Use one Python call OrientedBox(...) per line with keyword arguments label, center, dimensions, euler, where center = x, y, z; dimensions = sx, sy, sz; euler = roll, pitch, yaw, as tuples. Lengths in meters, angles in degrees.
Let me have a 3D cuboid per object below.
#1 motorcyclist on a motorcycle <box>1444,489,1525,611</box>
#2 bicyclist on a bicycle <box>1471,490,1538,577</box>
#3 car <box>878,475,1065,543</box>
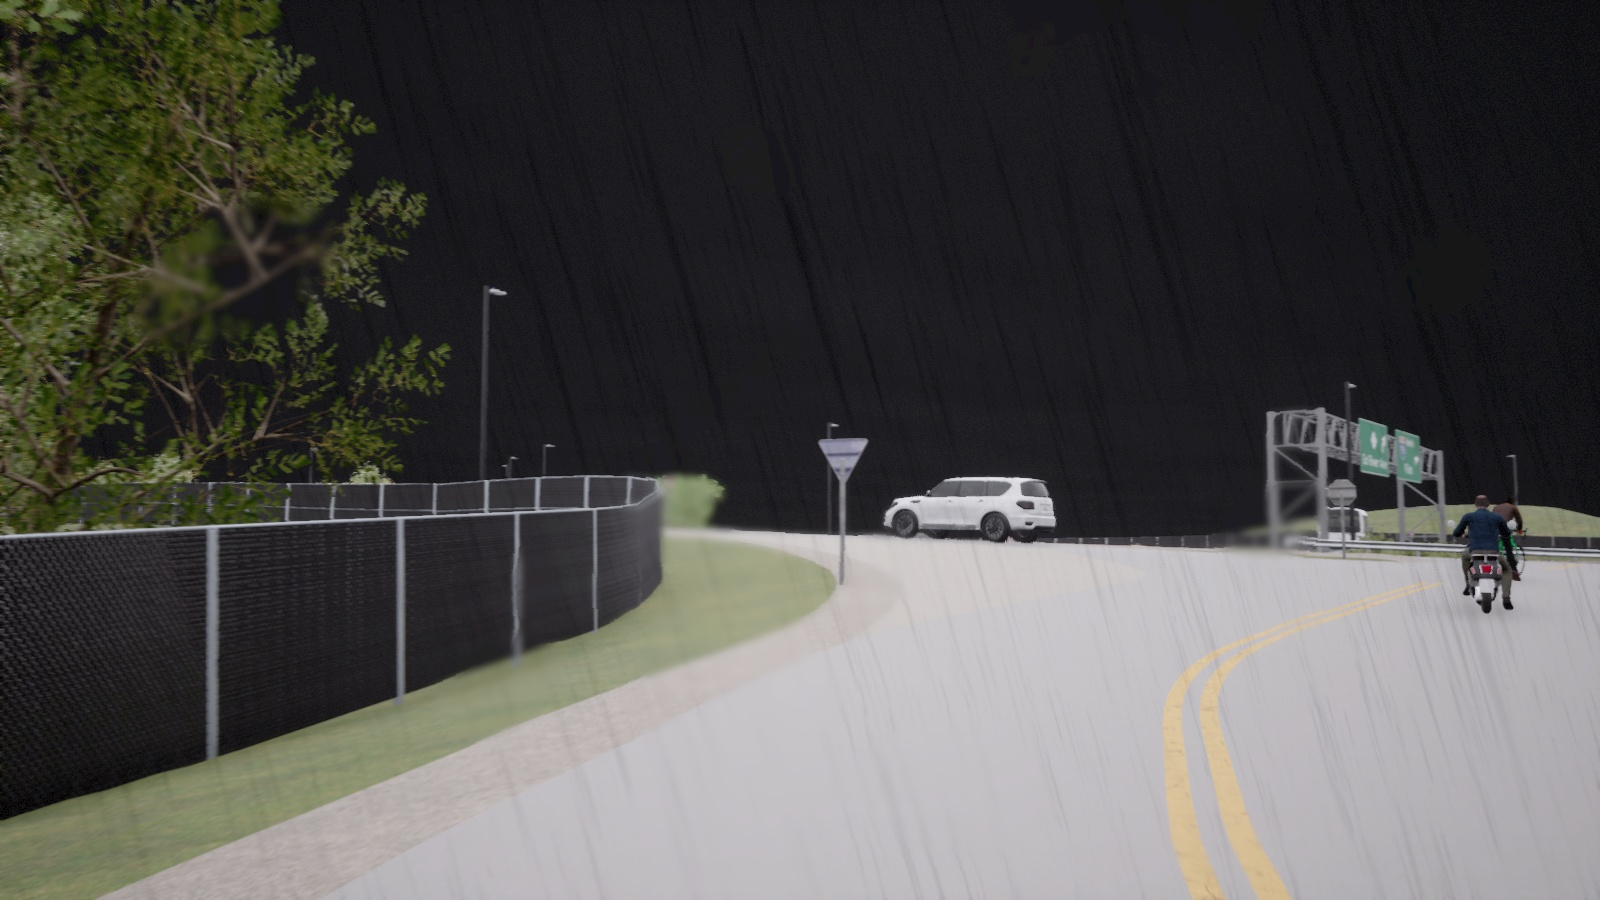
OrientedBox(label="motorcyclist on a motorcycle", center=(9.525, 1.353, 17.531), dimensions=(0.866, 1.590, 1.817), euler=(-1, -2, 26))
OrientedBox(label="bicyclist on a bicycle", center=(13.617, 1.596, 24.242), dimensions=(1.656, 1.620, 0.582), euler=(3, -3, -41))
OrientedBox(label="car", center=(5.427, 1.862, 40.194), dimensions=(5.566, 2.045, 2.150), euler=(-1, -4, 39))
